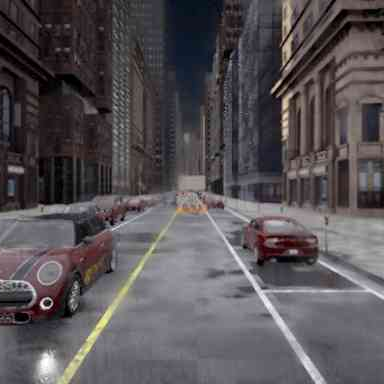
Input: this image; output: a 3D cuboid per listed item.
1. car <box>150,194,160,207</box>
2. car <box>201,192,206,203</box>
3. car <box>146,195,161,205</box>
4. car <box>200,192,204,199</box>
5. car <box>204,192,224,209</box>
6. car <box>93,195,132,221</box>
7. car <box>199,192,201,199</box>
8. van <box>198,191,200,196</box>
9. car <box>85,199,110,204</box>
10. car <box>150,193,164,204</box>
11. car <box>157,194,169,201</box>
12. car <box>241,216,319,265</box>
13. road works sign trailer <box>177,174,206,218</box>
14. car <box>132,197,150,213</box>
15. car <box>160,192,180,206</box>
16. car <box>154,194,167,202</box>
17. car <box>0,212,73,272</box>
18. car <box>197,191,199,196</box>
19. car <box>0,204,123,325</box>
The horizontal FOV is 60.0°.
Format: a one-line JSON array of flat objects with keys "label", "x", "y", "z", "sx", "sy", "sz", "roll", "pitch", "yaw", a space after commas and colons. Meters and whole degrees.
[{"label": "car", "x": -5.802, "y": 1.285, "z": 44.845, "sx": 1.802, "sy": 1.307, "sz": 4.206, "roll": 0, "pitch": 0, "yaw": 0}, {"label": "car", "x": 2.719, "y": 1.191, "z": 50.633, "sx": 1.752, "sy": 1.417, "sz": 4.829, "roll": 0, "pitch": 0, "yaw": 0}, {"label": "car", "x": -5.806, "y": 1.193, "z": 50.277, "sx": 1.752, "sy": 1.417, "sz": 4.829, "roll": 0, "pitch": 0, "yaw": 0}, {"label": "car", "x": 2.713, "y": 1.175, "z": 56.065, "sx": 1.887, "sy": 1.381, "sz": 4.507, "roll": 0, "pitch": 0, "yaw": 0}, {"label": "car", "x": 2.730, "y": 1.179, "z": 39.258, "sx": 1.967, "sy": 1.590, "sz": 4.097, "roll": 0, "pitch": 0, "yaw": 0}, {"label": "car", "x": -5.779, "y": 1.165, "z": 22.437, "sx": 2.192, "sy": 1.841, "sz": 5.009, "roll": 0, "pitch": 0, "yaw": 0}, {"label": "car", "x": 2.708, "y": 1.138, "z": 61.667, "sx": 1.887, "sy": 1.381, "sz": 4.507, "roll": 0, "pitch": 0, "yaw": 0}, {"label": "van", "x": 2.704, "y": 0.898, "z": 67.267, "sx": 1.690, "sy": 1.788, "sz": 3.998, "roll": 0, "pitch": 0, "yaw": 0}, {"label": "car", "x": -5.775, "y": 1.327, "z": 16.836, "sx": 1.967, "sy": 1.590, "sz": 4.097, "roll": 0, "pitch": 0, "yaw": 0}, {"label": "car", "x": -5.811, "y": 1.070, "z": 56.048, "sx": 1.967, "sy": 1.590, "sz": 4.097, "roll": 0, "pitch": 0, "yaw": 0}, {"label": "car", "x": -5.822, "y": 1.102, "z": 67.252, "sx": 1.887, "sy": 1.381, "sz": 4.507, "roll": 0, "pitch": 0, "yaw": 0}, {"label": "car", "x": 2.755, "y": 1.469, "z": 11.249, "sx": 1.887, "sy": 1.381, "sz": 4.507, "roll": 0, "pitch": 0, "yaw": 0}, {"label": "road works sign trailer", "x": -0.026, "y": 0.278, "z": 27.929, "sx": 2.380, "sy": 3.560, "sz": 2.880, "roll": 0, "pitch": 0, "yaw": 0}, {"label": "car", "x": -5.791, "y": 1.321, "z": 33.642, "sx": 1.887, "sy": 1.381, "sz": 4.507, "roll": 0, "pitch": 0, "yaw": 0}, {"label": "car", "x": -3.129, "y": 1.172, "z": 48.110, "sx": 2.128, "sy": 1.511, "sz": 4.902, "roll": 0, "pitch": 1, "yaw": 0}, {"label": "car", "x": -5.817, "y": 1.138, "z": 61.650, "sx": 1.887, "sy": 1.381, "sz": 4.507, "roll": 0, "pitch": 0, "yaw": 0}, {"label": "car", "x": -5.770, "y": 1.490, "z": 11.236, "sx": 1.947, "sy": 1.339, "sz": 4.313, "roll": 0, "pitch": 0, "yaw": 0}, {"label": "car", "x": 2.692, "y": 1.029, "z": 78.474, "sx": 1.887, "sy": 1.381, "sz": 4.507, "roll": 0, "pitch": 0, "yaw": 0}, {"label": "car", "x": -3.107, "y": 1.303, "z": 7.292, "sx": 2.097, "sy": 1.767, "sz": 4.553, "roll": 0, "pitch": 0, "yaw": 0}]
